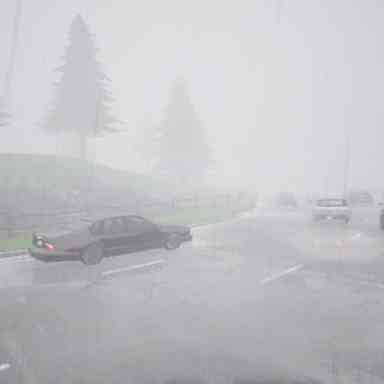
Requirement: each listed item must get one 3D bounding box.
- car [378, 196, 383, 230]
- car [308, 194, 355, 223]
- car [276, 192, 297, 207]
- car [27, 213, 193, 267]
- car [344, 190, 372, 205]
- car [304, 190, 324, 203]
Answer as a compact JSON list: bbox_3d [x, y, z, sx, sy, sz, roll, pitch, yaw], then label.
[{"bbox_3d":[10.289,0.949,16.268,2.128,1.511,4.902,-1,1,31],"label":"car"},{"bbox_3d":[8.516,1.043,20.051,1.895,1.301,4.718,-1,1,28],"label":"car"},{"bbox_3d":[9.551,0.732,33.816,2.033,1.411,5.357,-1,1,12],"label":"car"},{"bbox_3d":[-2.488,1.431,11.183,5.357,1.411,2.033,-2,1,-42],"label":"car"},{"bbox_3d":[16.478,0.501,33.219,2.128,1.511,4.902,-1,1,14],"label":"car"},{"bbox_3d":[13.877,0.534,37.477,1.812,1.442,4.674,-1,1,13],"label":"car"}]
